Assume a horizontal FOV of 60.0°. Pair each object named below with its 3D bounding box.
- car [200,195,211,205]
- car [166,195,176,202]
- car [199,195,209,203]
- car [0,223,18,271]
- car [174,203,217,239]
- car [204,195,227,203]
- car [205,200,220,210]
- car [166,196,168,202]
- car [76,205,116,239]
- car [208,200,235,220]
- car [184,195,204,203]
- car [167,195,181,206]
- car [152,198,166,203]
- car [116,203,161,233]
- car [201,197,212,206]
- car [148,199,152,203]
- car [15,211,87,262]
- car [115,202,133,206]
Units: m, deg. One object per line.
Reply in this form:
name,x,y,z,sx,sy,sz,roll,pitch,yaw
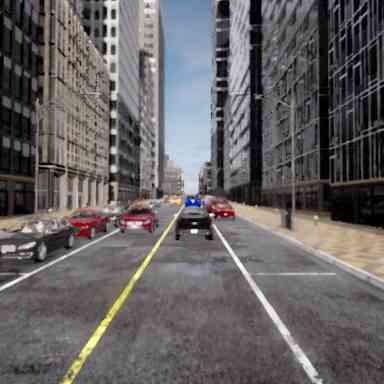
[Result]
car,2.722,1.579,68.068,2.192,1.841,5.009,1,0,0
car,-5.654,1.668,90.274,2.192,1.841,5.009,1,0,0
car,2.724,1.623,79.223,2.192,1.841,5.009,1,0,0
car,-5.674,1.570,6.646,1.887,1.381,4.507,1,0,0
car,0.104,1.573,17.765,1.837,1.490,4.892,0,0,0
car,2.716,1.448,34.605,2.192,1.841,5.009,1,0,0
car,2.713,1.758,45.758,1.802,1.307,4.206,1,0,0
car,-5.662,1.890,79.123,1.802,1.307,4.206,1,0,0
car,-5.672,1.613,17.797,1.887,1.381,4.507,1,0,0
car,2.710,1.656,29.027,1.887,1.381,4.507,1,0,0
car,0.110,1.395,45.723,2.150,2.045,5.566,0,0,0
car,-3.016,1.714,61.545,1.882,1.535,5.008,0,0,1
car,-5.666,1.748,51.247,2.008,1.369,4.403,1,0,0
car,-3.094,1.603,20.174,1.812,1.442,4.674,0,0,0
car,2.719,1.682,62.489,1.967,1.590,4.097,1,0,0
car,-5.669,1.677,34.522,1.887,1.381,4.507,1,0,0
car,-5.673,1.598,12.221,2.008,1.369,4.403,1,0,0
car,-5.671,1.640,23.372,2.008,1.369,4.403,1,0,0
